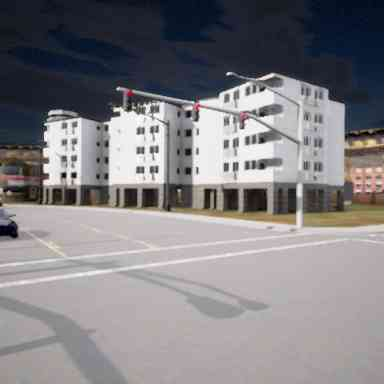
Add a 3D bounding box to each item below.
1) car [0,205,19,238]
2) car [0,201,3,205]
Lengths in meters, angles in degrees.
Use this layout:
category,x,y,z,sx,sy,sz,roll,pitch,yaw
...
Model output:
category,x,y,z,sx,sy,sz,roll,pitch,yaw
car,-10.016,1.558,16.679,1.994,1.385,4.181,1,0,-35
car,-28.533,1.486,46.375,4.181,1.385,1.994,0,0,22
